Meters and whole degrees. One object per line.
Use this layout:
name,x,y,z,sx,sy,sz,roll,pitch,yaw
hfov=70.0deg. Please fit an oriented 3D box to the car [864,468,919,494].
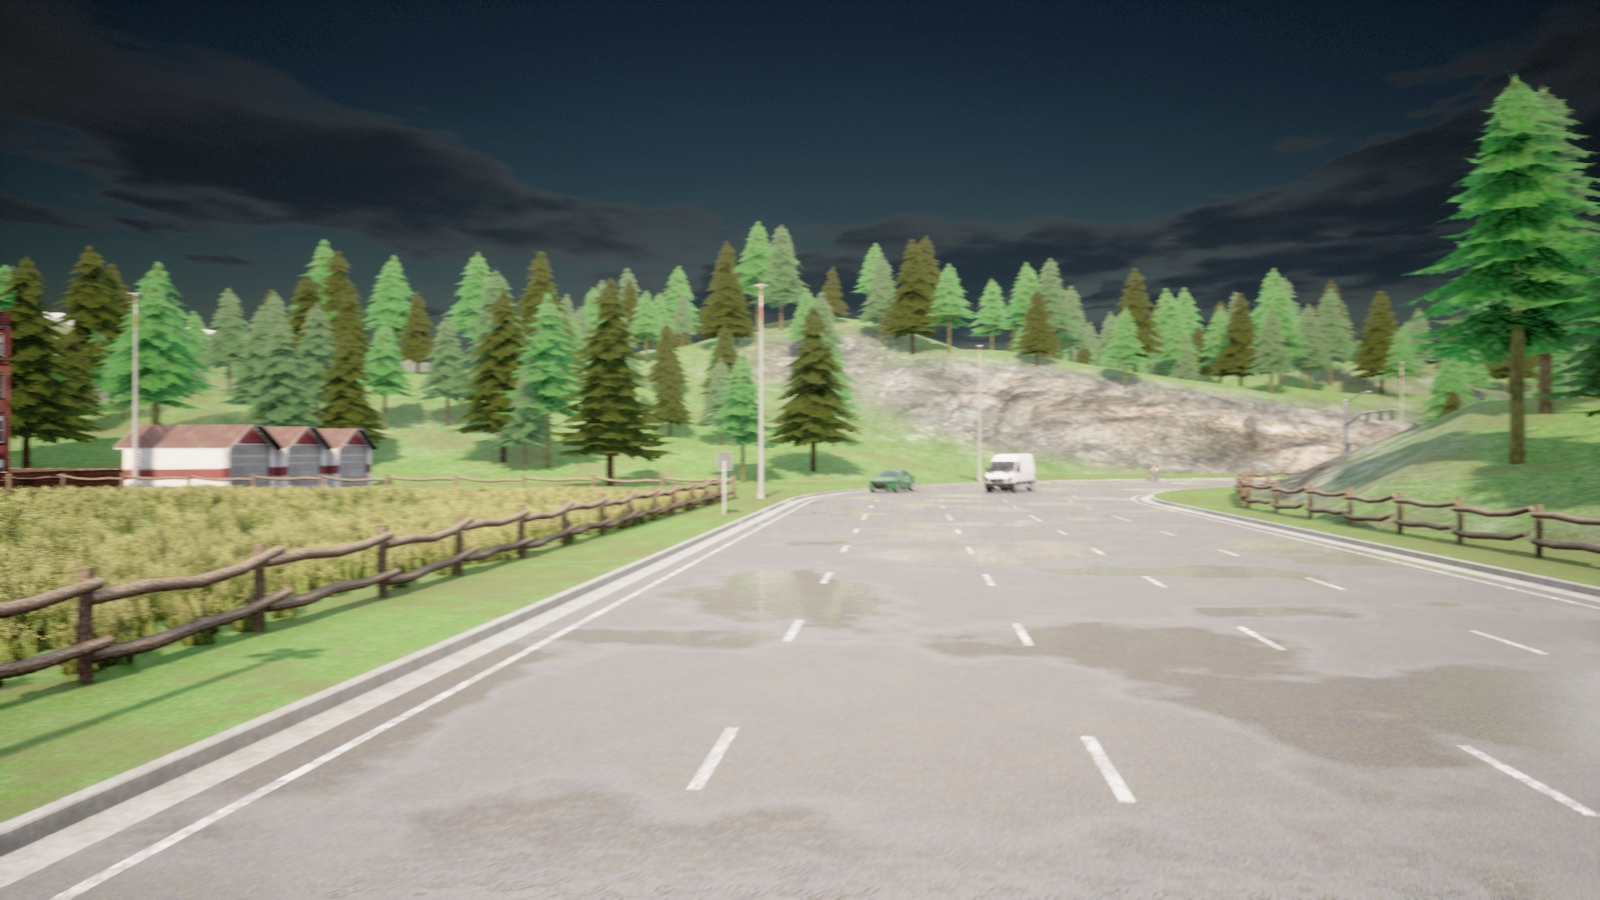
car,6.089,2.019,75.110,2.097,1.535,5.006,0,0,23

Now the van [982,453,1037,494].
van,13.919,1.529,75.761,1.988,2.561,5.915,-1,0,27
